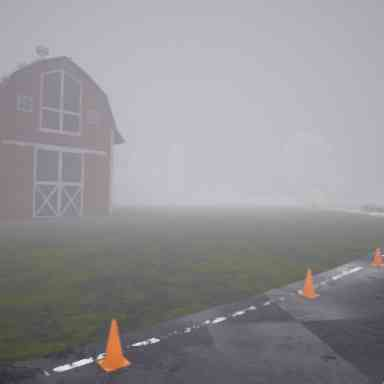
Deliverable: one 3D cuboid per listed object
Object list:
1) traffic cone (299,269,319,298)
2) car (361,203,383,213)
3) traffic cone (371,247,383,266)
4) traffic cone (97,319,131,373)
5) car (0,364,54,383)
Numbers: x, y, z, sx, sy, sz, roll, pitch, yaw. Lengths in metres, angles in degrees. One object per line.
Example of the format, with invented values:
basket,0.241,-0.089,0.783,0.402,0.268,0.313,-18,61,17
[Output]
traffic cone,2.650,2.038,7.515,0.340,0.580,0.340,1,-1,-42
car,25.255,2.184,46.400,1.994,1.385,4.181,1,-1,5
traffic cone,6.094,2.093,10.883,0.340,0.580,0.340,0,0,44
traffic cone,-1.033,1.983,4.409,0.340,0.580,0.340,1,-1,-38
car,-2.405,1.551,0.980,4.181,1.385,1.994,1,-1,-36
